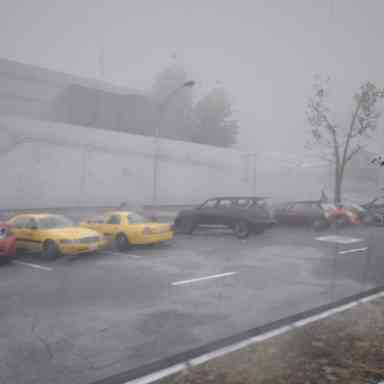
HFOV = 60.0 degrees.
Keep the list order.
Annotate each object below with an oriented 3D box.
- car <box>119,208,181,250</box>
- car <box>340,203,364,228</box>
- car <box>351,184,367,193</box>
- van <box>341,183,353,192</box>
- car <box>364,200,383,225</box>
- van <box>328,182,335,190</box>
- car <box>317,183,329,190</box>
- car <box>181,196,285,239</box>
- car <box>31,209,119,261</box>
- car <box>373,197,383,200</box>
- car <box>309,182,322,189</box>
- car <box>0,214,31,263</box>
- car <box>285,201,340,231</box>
[{"bbox_3d":[-3.309,1.499,14.389,5.366,1.575,1.946,-1,-1,35],"label":"car"},{"bbox_3d":[9.038,1.437,23.019,4.553,1.767,2.185,-1,-1,34],"label":"car"},{"bbox_3d":[39.178,-0.578,76.936,2.231,1.521,4.892,7,3,35],"label":"car"},{"bbox_3d":[37.420,-1.077,79.300,1.878,1.987,4.442,7,3,35],"label":"van"},{"bbox_3d":[11.504,1.584,24.744,4.892,1.521,2.231,-1,-1,35],"label":"car"},{"bbox_3d":[35.692,-1.350,81.772,1.878,1.987,4.442,7,3,35],"label":"van"},{"bbox_3d":[34.118,-1.396,84.503,1.946,1.575,5.366,7,3,35],"label":"car"},{"bbox_3d":[1.703,1.265,17.783,5.566,2.045,2.435,-1,-1,35],"label":"car"},{"bbox_3d":[-5.442,1.488,12.442,5.366,1.575,1.946,-1,-1,35],"label":"car"},{"bbox_3d":[16.369,1.375,28.237,5.566,2.045,2.435,-1,-1,35],"label":"car"},{"bbox_3d":[32.287,-1.628,86.824,2.002,1.452,4.674,7,3,35],"label":"car"},{"bbox_3d":[-8.016,1.240,10.796,5.566,2.045,2.435,-1,-1,34],"label":"car"},{"bbox_3d":[6.643,1.418,21.234,4.553,1.767,2.185,-1,-1,35],"label":"car"}]
